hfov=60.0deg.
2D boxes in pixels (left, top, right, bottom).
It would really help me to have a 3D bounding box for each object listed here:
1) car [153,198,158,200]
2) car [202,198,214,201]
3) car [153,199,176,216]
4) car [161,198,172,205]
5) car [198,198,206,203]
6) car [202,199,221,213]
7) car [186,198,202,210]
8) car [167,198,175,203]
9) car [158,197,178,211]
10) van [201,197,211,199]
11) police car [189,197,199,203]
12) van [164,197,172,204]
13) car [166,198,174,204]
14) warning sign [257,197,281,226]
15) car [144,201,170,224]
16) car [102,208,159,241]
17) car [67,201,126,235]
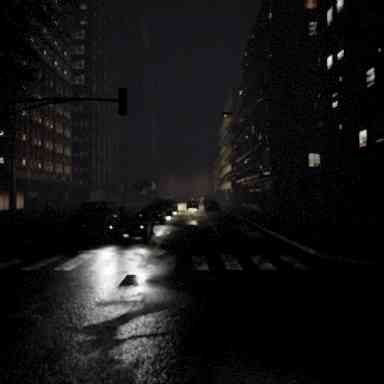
[{"bbox_3d":[-5.696,1.984,52.987,1.947,1.339,4.313,0,0,0],"label":"car"},{"bbox_3d":[2.685,1.898,47.635,1.752,1.417,4.829,0,0,0],"label":"car"},{"bbox_3d":[-3.088,1.804,35.993,1.812,1.442,4.674,0,0,0],"label":"car"},{"bbox_3d":[-5.697,2.162,75.078,2.008,1.369,4.403,0,-1,0],"label":"car"},{"bbox_3d":[2.682,2.311,91.646,2.008,1.369,4.403,0,-1,0],"label":"car"},{"bbox_3d":[2.686,1.892,41.942,1.947,1.339,4.313,0,0,0],"label":"car"},{"bbox_3d":[0.097,1.987,49.215,1.895,1.301,4.718,0,0,0],"label":"car"},{"bbox_3d":[-5.699,2.326,91.645,1.947,1.339,4.313,0,-1,0],"label":"car"},{"bbox_3d":[-3.046,1.709,45.712,2.097,1.767,4.553,0,0,0],"label":"car"},{"bbox_3d":[2.685,1.759,52.989,1.690,1.788,3.998,0,0,0],"label":"van"},{"bbox_3d":[0.458,2.189,91.985,1.930,1.638,5.238,0,-1,-8],"label":"police car"},{"bbox_3d":[-5.698,2.001,80.601,1.690,1.788,3.998,0,-1,0],"label":"van"},{"bbox_3d":[-5.698,2.254,86.123,1.887,1.381,4.507,0,-1,0],"label":"car"},{"bbox_3d":[5.067,1.284,21.979,1.300,1.860,1.060,0,0,0],"label":"warning sign"},{"bbox_3d":[-3.101,1.732,26.814,1.812,1.442,4.674,0,0,0],"label":"car"},{"bbox_3d":[-3.091,1.736,17.701,1.895,1.301,4.718,0,0,-1],"label":"car"},{"bbox_3d":[-5.694,1.467,19.852,2.192,1.841,5.009,0,0,0],"label":"car"}]
